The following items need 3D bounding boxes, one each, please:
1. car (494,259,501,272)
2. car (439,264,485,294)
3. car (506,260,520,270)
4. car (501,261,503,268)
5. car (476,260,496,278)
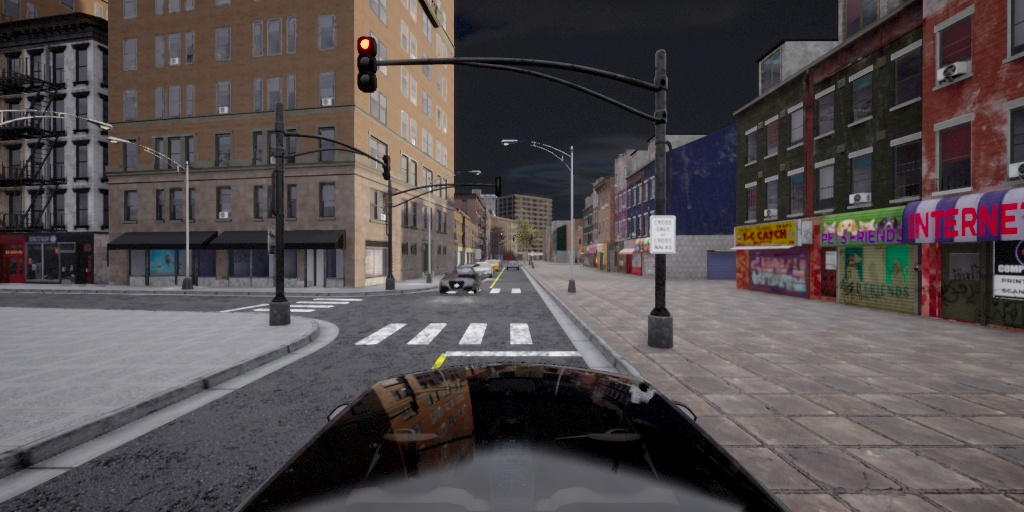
[{"bbox_3d":[-2.737,1.237,46.614,1.882,1.535,5.008,0,0,0],"label":"car"},{"bbox_3d":[-2.807,1.315,20.200,1.994,1.385,4.181,0,0,0],"label":"car"},{"bbox_3d":[0.120,1.310,52.780,2.033,1.411,5.357,0,0,0],"label":"car"},{"bbox_3d":[-2.608,1.299,62.638,1.812,1.442,4.674,0,0,0],"label":"car"},{"bbox_3d":[-2.778,1.280,33.777,1.812,1.442,4.674,0,0,0],"label":"car"}]
